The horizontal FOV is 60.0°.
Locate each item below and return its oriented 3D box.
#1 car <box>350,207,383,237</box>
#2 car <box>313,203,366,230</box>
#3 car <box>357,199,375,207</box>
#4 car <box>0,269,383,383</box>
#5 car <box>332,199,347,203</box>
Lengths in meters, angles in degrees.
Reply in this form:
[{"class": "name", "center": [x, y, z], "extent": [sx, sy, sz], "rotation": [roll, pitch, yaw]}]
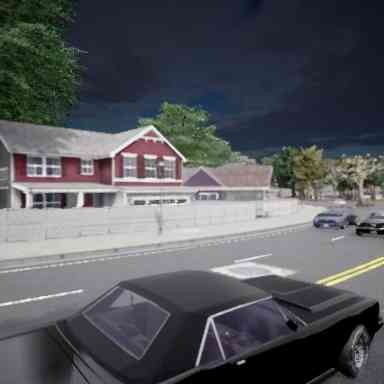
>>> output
[{"class": "car", "center": [10.453, 1.711, 18.202], "extent": [1.895, 1.301, 4.718], "rotation": [-1, -1, 40]}, {"class": "car", "center": [9.957, 1.695, 22.645], "extent": [2.033, 1.411, 5.357], "rotation": [-1, -1, 39]}, {"class": "car", "center": [28.842, 1.906, 55.329], "extent": [1.994, 1.385, 4.181], "rotation": [-1, -1, 13]}, {"class": "car", "center": [0.285, 1.626, 3.840], "extent": [4.718, 1.301, 1.895], "rotation": [0, 0, -37]}, {"class": "car", "center": [26.347, 1.928, 59.661], "extent": [1.812, 1.442, 4.674], "rotation": [0, -1, 10]}]
